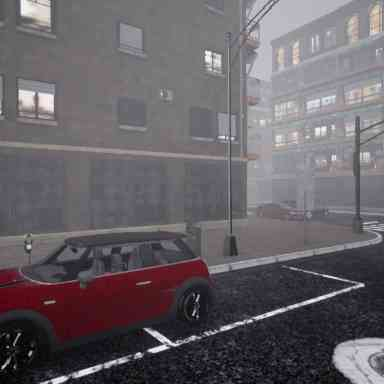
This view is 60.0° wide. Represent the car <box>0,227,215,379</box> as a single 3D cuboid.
[{"bbox_3d":[-1.662,1.440,5.432,4.097,1.590,1.967,0,0,-35],"label":"car"}]

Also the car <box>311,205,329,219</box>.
[{"bbox_3d":[8.918,1.347,27.726,1.882,1.535,5.008,-1,1,-35],"label":"car"}]

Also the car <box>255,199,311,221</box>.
[{"bbox_3d":[6.831,1.473,26.206,1.802,1.307,4.206,0,0,-35],"label":"car"}]
